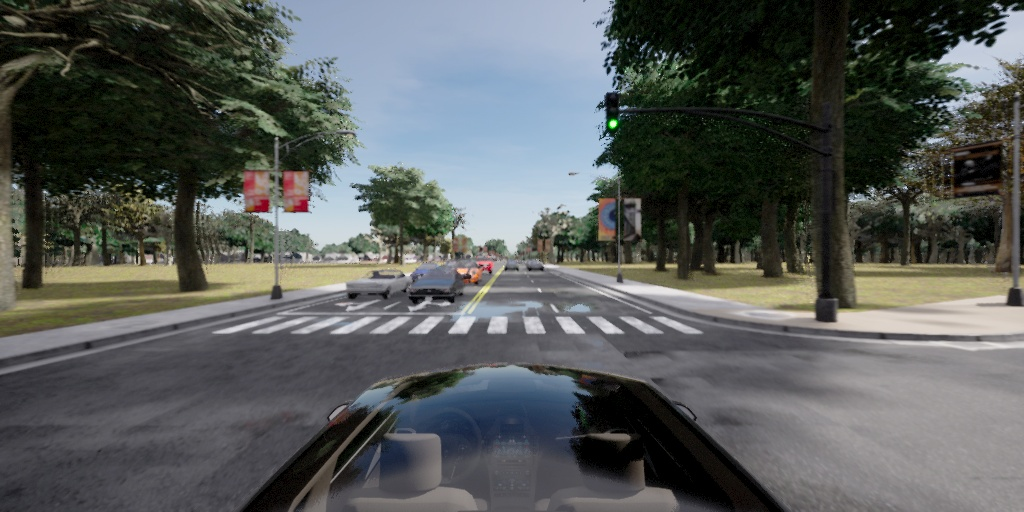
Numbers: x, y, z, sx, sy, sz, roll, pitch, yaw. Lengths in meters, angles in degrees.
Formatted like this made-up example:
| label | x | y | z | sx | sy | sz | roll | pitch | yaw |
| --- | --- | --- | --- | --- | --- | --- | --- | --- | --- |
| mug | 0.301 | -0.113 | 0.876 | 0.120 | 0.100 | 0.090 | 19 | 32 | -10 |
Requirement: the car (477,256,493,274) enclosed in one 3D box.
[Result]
| label | x | y | z | sx | sy | sz | roll | pitch | yaw |
| --- | --- | --- | --- | --- | --- | --- | --- | --- | --- |
| car | -3.347 | 1.010 | 41.591 | 2.150 | 2.045 | 5.566 | 0 | 0 | 0 |

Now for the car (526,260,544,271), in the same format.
| label | x | y | z | sx | sy | sz | roll | pitch | yaw |
| --- | --- | --- | --- | --- | --- | --- | --- | --- | --- |
| car | 3.234 | 1.364 | 48.960 | 1.994 | 1.385 | 4.181 | 0 | 0 | 0 |

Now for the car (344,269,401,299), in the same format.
| label | x | y | z | sx | sy | sz | roll | pitch | yaw |
| --- | --- | --- | --- | --- | --- | --- | --- | --- | --- |
| car | -6.587 | 1.363 | 18.205 | 1.895 | 1.301 | 4.718 | 0 | 0 | 0 |

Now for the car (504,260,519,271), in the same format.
| label | x | y | z | sx | sy | sz | roll | pitch | yaw |
| --- | --- | --- | --- | --- | --- | --- | --- | --- | --- |
| car | -0.016 | 1.364 | 48.925 | 1.994 | 1.385 | 4.181 | 0 | 0 | 0 |

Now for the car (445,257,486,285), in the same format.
| label | x | y | z | sx | sy | sz | roll | pitch | yaw |
| --- | --- | --- | --- | --- | --- | --- | --- | --- | --- |
| car | -3.346 | 1.121 | 26.254 | 2.097 | 1.767 | 4.553 | 0 | 0 | 0 |

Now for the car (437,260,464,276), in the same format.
| label | x | y | z | sx | sy | sz | roll | pitch | yaw |
| --- | --- | --- | --- | --- | --- | --- | --- | --- | --- |
| car | -6.596 | 1.273 | 39.163 | 2.128 | 1.511 | 4.902 | 0 | 0 | 0 |

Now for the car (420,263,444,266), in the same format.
| label | x | y | z | sx | sy | sz | roll | pitch | yaw |
| --- | --- | --- | --- | --- | --- | --- | --- | --- | --- |
| car | -6.585 | 1.295 | 28.472 | 1.812 | 1.442 | 4.674 | 0 | 0 | 0 |

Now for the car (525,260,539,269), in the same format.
| label | x | y | z | sx | sy | sz | roll | pitch | yaw |
| --- | --- | --- | --- | --- | --- | --- | --- | --- | --- |
| car | 3.231 | 1.372 | 58.969 | 2.033 | 1.411 | 5.357 | 0 | 0 | 0 |

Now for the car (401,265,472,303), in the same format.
| label | x | y | z | sx | sy | sz | roll | pitch | yaw |
| --- | --- | --- | --- | --- | --- | --- | --- | --- | --- |
| car | -3.325 | 1.308 | 16.920 | 2.033 | 1.411 | 5.357 | 0 | 0 | -1 |
